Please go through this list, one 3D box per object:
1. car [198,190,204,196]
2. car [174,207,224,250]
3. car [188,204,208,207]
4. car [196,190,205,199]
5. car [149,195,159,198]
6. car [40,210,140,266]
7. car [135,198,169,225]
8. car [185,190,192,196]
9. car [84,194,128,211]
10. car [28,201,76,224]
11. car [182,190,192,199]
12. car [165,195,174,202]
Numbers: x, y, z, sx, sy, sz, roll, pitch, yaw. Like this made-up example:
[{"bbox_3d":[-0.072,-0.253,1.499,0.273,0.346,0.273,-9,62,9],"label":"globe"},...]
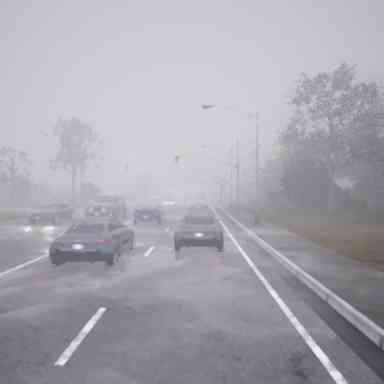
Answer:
[{"bbox_3d":[2.489,0.265,92.401,1.837,1.490,4.892,0,3,2],"label":"car"},{"bbox_3d":[0.286,1.554,14.267,1.994,1.385,4.181,0,0,1],"label":"car"},{"bbox_3d":[0.523,1.550,24.449,1.994,1.385,4.181,0,0,2],"label":"car"},{"bbox_3d":[2.180,0.804,82.367,2.097,1.767,4.553,0,3,2],"label":"car"},{"bbox_3d":[-8.561,1.337,74.675,1.812,1.442,4.674,0,1,2],"label":"car"},{"bbox_3d":[-3.262,1.555,11.614,1.994,1.385,4.181,0,0,1],"label":"car"},{"bbox_3d":[-2.993,1.462,24.060,1.882,1.535,5.008,0,0,0],"label":"car"},{"bbox_3d":[-1.010,0.241,92.507,1.882,1.535,5.008,0,3,2],"label":"car"},{"bbox_3d":[-6.565,1.206,26.037,2.150,2.045,5.566,0,0,2],"label":"car"},{"bbox_3d":[-10.128,1.486,24.400,1.837,1.490,4.892,0,0,2],"label":"car"},{"bbox_3d":[-1.317,0.998,82.514,1.994,1.385,4.181,0,3,2],"label":"car"},{"bbox_3d":[-5.063,1.340,74.568,2.128,1.511,4.902,0,1,2],"label":"car"}]
